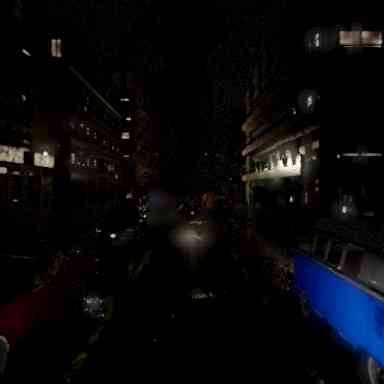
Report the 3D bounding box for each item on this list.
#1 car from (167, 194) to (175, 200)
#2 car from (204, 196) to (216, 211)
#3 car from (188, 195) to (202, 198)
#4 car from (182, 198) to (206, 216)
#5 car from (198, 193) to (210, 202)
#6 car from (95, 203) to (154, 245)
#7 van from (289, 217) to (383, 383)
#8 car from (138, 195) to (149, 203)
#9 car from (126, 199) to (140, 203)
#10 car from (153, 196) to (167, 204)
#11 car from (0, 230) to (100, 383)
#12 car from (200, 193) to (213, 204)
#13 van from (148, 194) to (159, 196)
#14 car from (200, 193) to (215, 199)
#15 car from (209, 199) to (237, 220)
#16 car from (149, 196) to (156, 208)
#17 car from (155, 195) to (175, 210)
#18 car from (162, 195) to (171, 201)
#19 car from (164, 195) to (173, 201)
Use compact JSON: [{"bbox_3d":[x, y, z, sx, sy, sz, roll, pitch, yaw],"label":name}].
[{"bbox_3d":[-5.855,1.406,94.304,2.008,1.369,4.403,-1,0,0],"label":"car"},{"bbox_3d":[2.618,1.462,38.439,1.752,1.417,4.829,-1,0,0],"label":"car"},{"bbox_3d":[0.025,1.431,46.079,1.837,1.490,4.892,0,0,0],"label":"car"},{"bbox_3d":[0.050,1.550,31.589,1.895,1.301,4.718,0,0,0],"label":"car"},{"bbox_3d":[2.559,1.201,71.881,2.192,1.841,5.009,-1,0,0],"label":"car"},{"bbox_3d":[-3.113,1.481,15.519,1.837,1.490,4.892,0,0,0],"label":"car"},{"bbox_3d":[2.672,1.332,4.655,1.690,1.788,3.998,-1,0,0],"label":"van"},{"bbox_3d":[-5.721,1.389,32.681,1.967,1.590,4.097,-1,0,0],"label":"car"},{"bbox_3d":[-5.710,1.540,27.079,1.802,1.307,4.206,-1,0,0],"label":"car"},{"bbox_3d":[-5.807,1.456,60.692,2.008,1.369,4.403,-1,0,0],"label":"car"},{"bbox_3d":[-3.107,1.593,5.279,1.895,1.301,4.718,0,0,0],"label":"car"},{"bbox_3d":[2.577,1.218,60.676,2.192,1.841,5.009,-1,0,0],"label":"car"},{"bbox_3d":[-5.741,1.273,43.885,1.690,1.788,3.998,-1,0,0],"label":"van"},{"bbox_3d":[2.596,1.235,49.472,2.192,1.841,5.009,-1,0,0],"label":"car"},{"bbox_3d":[2.638,1.537,27.065,1.802,1.307,4.206,-1,0,0],"label":"car"},{"bbox_3d":[-5.729,1.491,38.283,2.008,1.369,4.403,-1,0,0],"label":"car"},{"bbox_3d":[-3.086,1.413,40.995,1.882,1.535,5.008,0,0,0],"label":"car"},{"bbox_3d":[-5.827,1.462,77.497,1.802,1.307,4.206,-1,0,0],"label":"car"},{"bbox_3d":[-5.837,1.454,83.099,1.802,1.307,4.206,-1,0,0],"label":"car"}]
